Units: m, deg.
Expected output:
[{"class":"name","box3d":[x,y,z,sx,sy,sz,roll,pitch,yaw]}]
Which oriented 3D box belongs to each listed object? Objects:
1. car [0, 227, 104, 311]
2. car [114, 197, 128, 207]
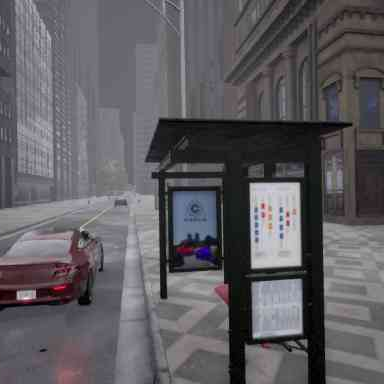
[{"class":"car","box3d":[-3.150,1.535,7.759,1.812,1.442,4.674,-1,0,-10]},{"class":"car","box3d":[-10.987,1.494,51.500,1.882,1.535,5.008,-1,0,-10]}]
